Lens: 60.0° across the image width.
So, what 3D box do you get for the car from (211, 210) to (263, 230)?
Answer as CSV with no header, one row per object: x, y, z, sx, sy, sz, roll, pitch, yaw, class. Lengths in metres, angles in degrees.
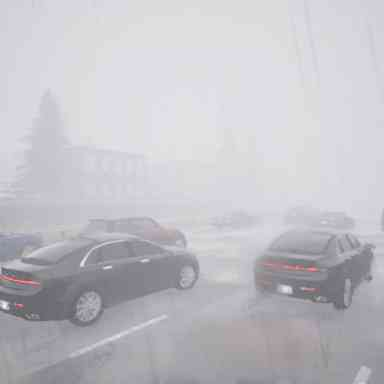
3.620,2.134,26.118,2.033,1.411,5.357,-2,-2,37,car

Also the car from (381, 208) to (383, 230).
14.959,1.634,23.671,2.150,2.045,5.566,-2,-2,37,car

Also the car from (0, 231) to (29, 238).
-7.644,1.834,11.408,1.882,1.535,5.008,-2,-2,37,car

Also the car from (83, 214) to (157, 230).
-2.191,1.684,12.781,2.097,1.767,4.553,-2,-2,37,car

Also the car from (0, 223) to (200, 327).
-1.726,1.711,7.624,1.837,1.490,4.892,-2,-2,37,car

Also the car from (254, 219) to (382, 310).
3.286,1.678,8.415,1.837,1.490,4.892,-2,-2,37,car

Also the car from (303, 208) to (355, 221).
9.550,1.984,22.351,2.033,1.411,5.357,-2,-2,37,car

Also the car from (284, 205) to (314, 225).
9.502,1.924,28.051,2.097,1.767,4.553,-2,-2,37,car
